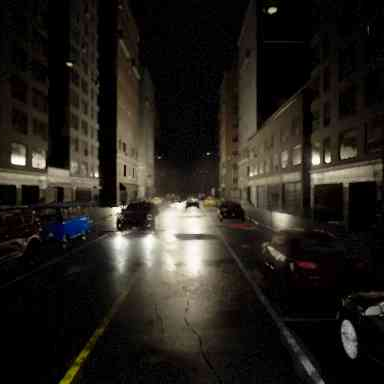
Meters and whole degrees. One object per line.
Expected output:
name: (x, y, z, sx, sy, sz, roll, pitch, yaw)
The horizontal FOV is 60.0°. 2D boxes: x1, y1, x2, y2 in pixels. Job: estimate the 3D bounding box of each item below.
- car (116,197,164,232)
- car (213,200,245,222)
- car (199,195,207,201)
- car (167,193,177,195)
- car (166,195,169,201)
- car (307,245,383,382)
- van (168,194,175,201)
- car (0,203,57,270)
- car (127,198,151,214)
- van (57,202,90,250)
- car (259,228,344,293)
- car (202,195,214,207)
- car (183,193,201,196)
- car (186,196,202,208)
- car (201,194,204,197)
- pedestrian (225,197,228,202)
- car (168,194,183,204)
car: (-3.090, 1.361, 20.011, 2.097, 1.767, 4.553, 0, 0, 0)
car: (3.012, 1.489, 26.589, 1.882, 1.535, 5.008, 0, 0, 0)
car: (2.896, 1.617, 90.561, 1.947, 1.339, 4.313, 0, 0, 0)
car: (-5.633, 1.360, 85.065, 2.192, 1.841, 5.009, 0, 0, 0)
car: (-5.644, 1.574, 58.290, 2.008, 1.369, 4.403, 0, 0, 0)
car: (2.858, 1.553, 3.028, 2.008, 1.369, 4.403, 0, 0, 0)
van: (-5.631, 1.392, 90.566, 1.690, 1.788, 3.998, 0, 0, 0)
car: (-5.665, 1.320, 8.559, 2.192, 1.841, 5.009, 0, 0, 0)
car: (-5.654, 1.453, 36.188, 1.967, 1.590, 4.097, 0, 0, 0)
van: (-5.660, 1.348, 14.083, 1.690, 1.788, 3.998, 0, 0, 0)
car: (2.860, 1.587, 8.554, 1.802, 1.307, 4.206, 0, 0, 0)
car: (2.879, 1.545, 52.931, 1.752, 1.417, 4.829, 0, 0, 0)
car: (0.027, 1.244, 60.757, 2.150, 2.045, 5.566, 0, 0, 0)
car: (0.088, 1.618, 46.983, 1.895, 1.301, 4.718, 0, 0, 0)
car: (2.893, 1.590, 85.060, 1.887, 1.381, 4.507, 0, 0, 0)
pedestrian: (3.013, 1.305, 29.592, 0.375, 1.860, 0.375, 0, 0, -10)
car: (-2.972, 1.555, 63.840, 2.128, 1.511, 4.902, 0, 0, 0)
